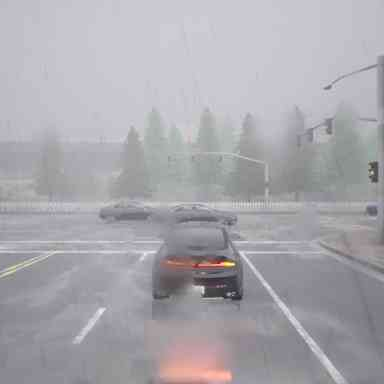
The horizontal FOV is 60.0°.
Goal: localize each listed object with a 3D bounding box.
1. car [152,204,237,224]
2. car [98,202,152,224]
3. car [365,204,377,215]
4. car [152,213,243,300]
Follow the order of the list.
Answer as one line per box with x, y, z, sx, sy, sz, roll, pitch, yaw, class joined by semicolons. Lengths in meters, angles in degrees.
0.275;1.472;20.184;4.902;1.511;2.128;0;0;0;car
-4.166;1.463;23.716;4.902;1.511;2.128;0;0;0;car
18.739;1.422;30.740;5.008;1.535;1.882;0;0;1;car
0.173;1.505;8.368;1.837;1.490;4.892;0;0;2;car
